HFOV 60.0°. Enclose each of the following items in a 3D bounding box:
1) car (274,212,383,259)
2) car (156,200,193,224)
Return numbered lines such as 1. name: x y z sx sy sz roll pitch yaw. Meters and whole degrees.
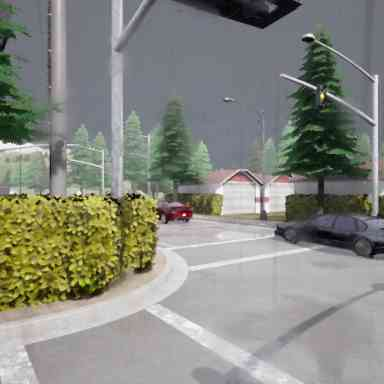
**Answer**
1. car: 5.734 1.487 12.741 2.033 1.411 5.357 0 2 -35
2. car: -1.934 1.303 23.388 1.882 1.535 5.008 -1 1 -35
